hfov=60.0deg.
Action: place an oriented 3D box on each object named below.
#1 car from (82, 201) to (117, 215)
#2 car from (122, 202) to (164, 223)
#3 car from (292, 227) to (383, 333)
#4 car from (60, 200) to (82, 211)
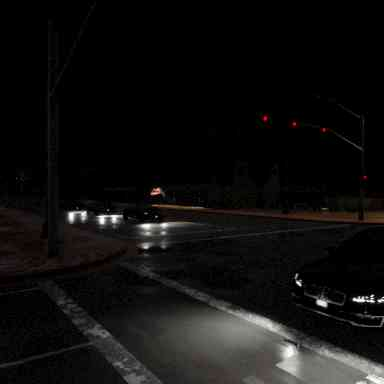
[{"bbox_3d":[-9.196,1.568,33.553,1.994,1.385,4.181,0,0,-35],"label":"car"},{"bbox_3d":[-3.959,1.530,26.241,1.812,1.442,4.674,0,0,-36],"label":"car"},{"bbox_3d":[4.064,1.517,6.678,4.892,1.490,1.837,0,0,-35],"label":"car"},{"bbox_3d":[-15.041,1.605,41.757,1.895,1.301,4.718,0,0,-35],"label":"car"}]
